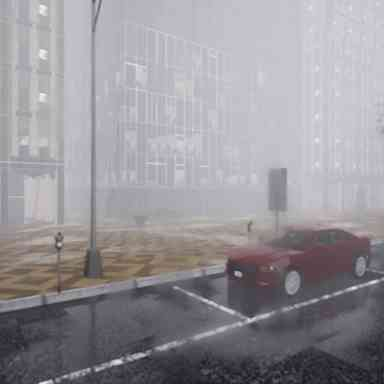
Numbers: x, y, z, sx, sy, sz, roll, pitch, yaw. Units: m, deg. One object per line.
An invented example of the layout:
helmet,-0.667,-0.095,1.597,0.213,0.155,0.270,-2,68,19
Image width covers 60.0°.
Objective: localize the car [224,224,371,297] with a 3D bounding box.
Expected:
car,2.841,1.550,8.569,4.507,1.381,1.887,0,0,-35
